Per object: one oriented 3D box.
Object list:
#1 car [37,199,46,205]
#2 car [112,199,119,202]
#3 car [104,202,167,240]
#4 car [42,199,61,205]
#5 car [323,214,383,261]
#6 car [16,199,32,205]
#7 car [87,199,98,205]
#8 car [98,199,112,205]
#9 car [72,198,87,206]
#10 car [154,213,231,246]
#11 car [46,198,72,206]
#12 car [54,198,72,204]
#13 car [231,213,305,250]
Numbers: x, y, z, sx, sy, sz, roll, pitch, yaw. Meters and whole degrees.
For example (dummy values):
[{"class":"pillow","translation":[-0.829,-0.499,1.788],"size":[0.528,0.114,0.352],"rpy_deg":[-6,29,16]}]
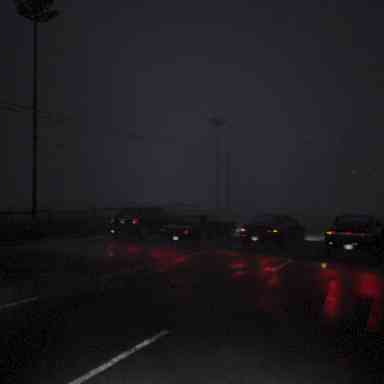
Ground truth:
[{"class":"car","translation":[-37.639,2.433,81.453],"size":[5.357,1.411,2.033],"rpy_deg":[-1,-1,33]},{"class":"car","translation":[-20.628,2.463,82.910],"size":[5.357,1.411,2.033],"rpy_deg":[-1,-1,33]},{"class":"car","translation":[-2.372,1.558,18.667],"size":[2.097,1.767,4.553],"rpy_deg":[-1,-1,33]},{"class":"car","translation":[-35.730,2.444,84.386],"size":[4.902,1.511,2.128],"rpy_deg":[-1,-1,33]},{"class":"car","translation":[6.511,1.624,13.066],"size":[2.128,1.511,4.902],"rpy_deg":[-1,-1,33]},{"class":"car","translation":[-39.549,2.343,78.520],"size":[5.008,1.535,1.882],"rpy_deg":[-1,-1,33]},{"class":"car","translation":[-24.710,2.396,77.216],"size":[4.674,1.442,1.812],"rpy_deg":[-1,-1,33]},{"class":"car","translation":[-22.536,2.435,79.976],"size":[5.357,1.411,2.033],"rpy_deg":[-1,-1,33]},{"class":"car","translation":[-26.373,2.197,74.123],"size":[4.553,1.767,2.097],"rpy_deg":[-1,-1,33]},{"class":"car","translation":[0.481,1.781,16.634],"size":[1.895,1.301,4.718],"rpy_deg":[-1,-1,33]},{"class":"car","translation":[-28.526,2.172,71.348],"size":[4.553,1.767,2.097],"rpy_deg":[-1,-1,33]},{"class":"car","translation":[-33.820,2.444,87.319],"size":[4.892,1.490,1.837],"rpy_deg":[-1,-1,33]},{"class":"car","translation":[3.778,1.685,15.282],"size":[1.812,1.442,4.674],"rpy_deg":[-1,-1,33]}]
